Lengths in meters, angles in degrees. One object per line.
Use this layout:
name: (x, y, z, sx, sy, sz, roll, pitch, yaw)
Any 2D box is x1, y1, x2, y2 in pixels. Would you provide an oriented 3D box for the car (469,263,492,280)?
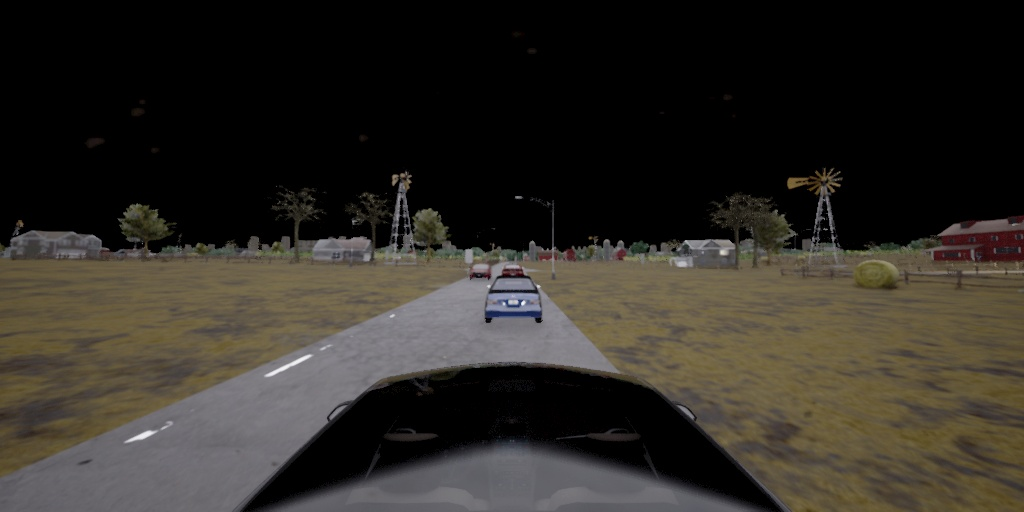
car: (-2.854, 1.418, 33.577, 1.882, 1.535, 5.008, 0, 0, 0)

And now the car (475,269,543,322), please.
car: (0.055, 1.372, 12.684, 2.033, 1.411, 5.357, 0, 0, 0)

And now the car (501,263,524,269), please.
car: (0.069, 1.412, 32.396, 1.882, 1.535, 5.008, 0, 0, 0)
